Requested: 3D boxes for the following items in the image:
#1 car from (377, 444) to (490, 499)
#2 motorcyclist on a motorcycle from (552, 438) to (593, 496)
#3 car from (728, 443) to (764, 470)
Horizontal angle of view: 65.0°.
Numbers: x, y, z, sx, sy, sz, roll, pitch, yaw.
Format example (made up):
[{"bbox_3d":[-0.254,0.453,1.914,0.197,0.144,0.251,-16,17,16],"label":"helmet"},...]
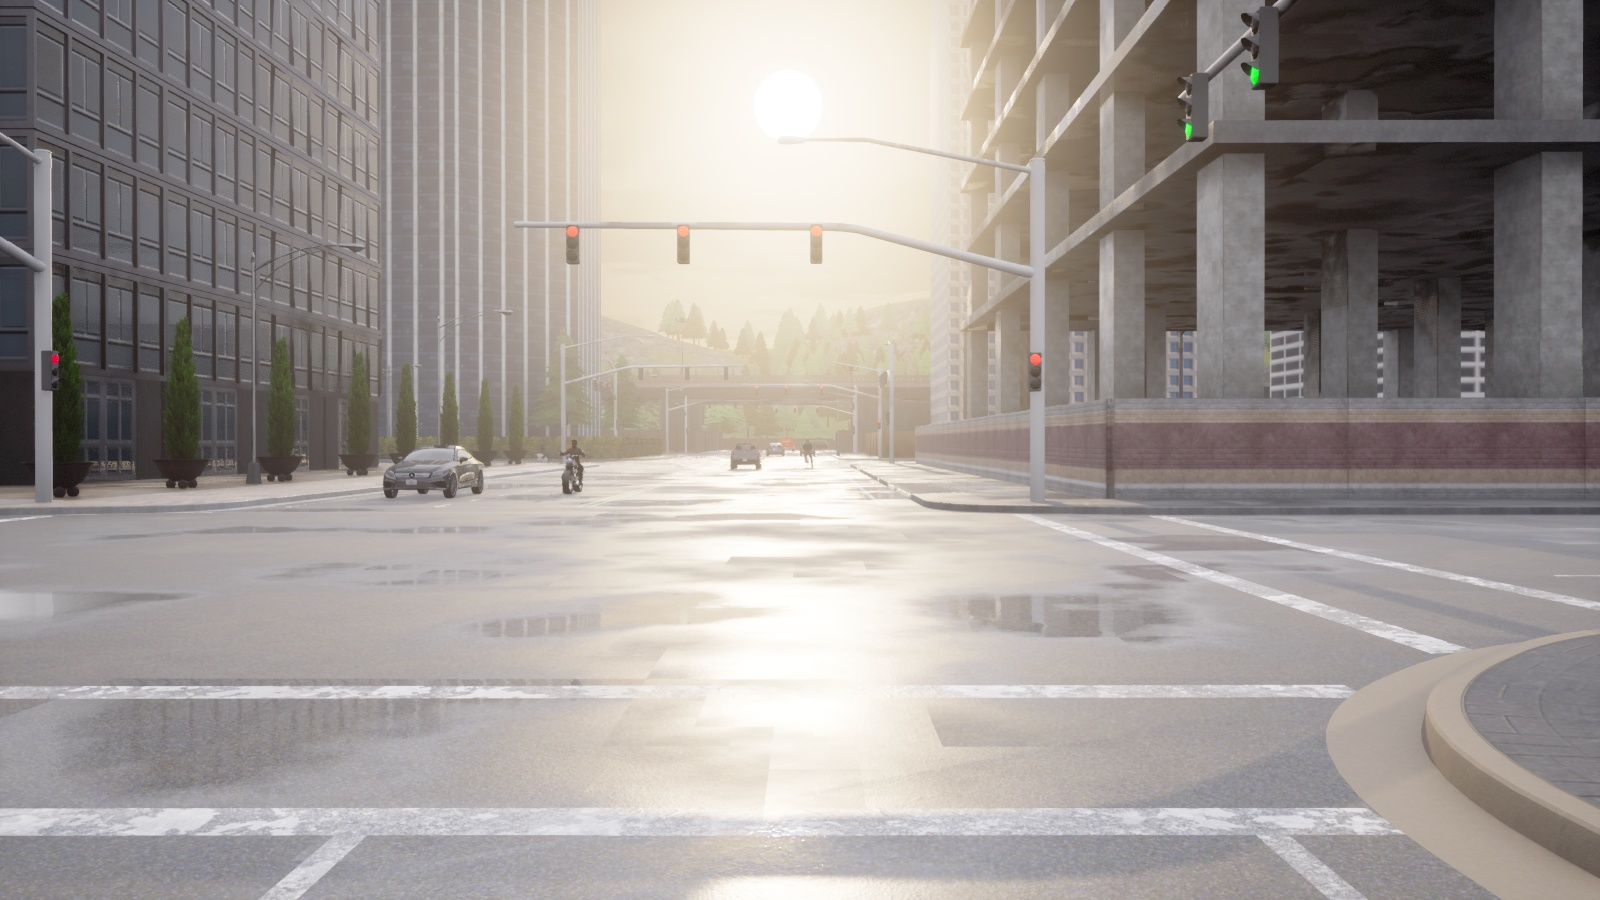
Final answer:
[{"bbox_3d":[-10.276,0.563,35.566,1.812,1.442,4.674,0,0,0],"label":"car"},{"bbox_3d":[-6.765,0.480,37.403,0.766,1.649,2.350,0,0,0],"label":"motorcyclist on a motorcycle"},{"bbox_3d":[-3.062,0.350,71.870,1.845,1.501,3.633,0,0,0],"label":"car"}]
